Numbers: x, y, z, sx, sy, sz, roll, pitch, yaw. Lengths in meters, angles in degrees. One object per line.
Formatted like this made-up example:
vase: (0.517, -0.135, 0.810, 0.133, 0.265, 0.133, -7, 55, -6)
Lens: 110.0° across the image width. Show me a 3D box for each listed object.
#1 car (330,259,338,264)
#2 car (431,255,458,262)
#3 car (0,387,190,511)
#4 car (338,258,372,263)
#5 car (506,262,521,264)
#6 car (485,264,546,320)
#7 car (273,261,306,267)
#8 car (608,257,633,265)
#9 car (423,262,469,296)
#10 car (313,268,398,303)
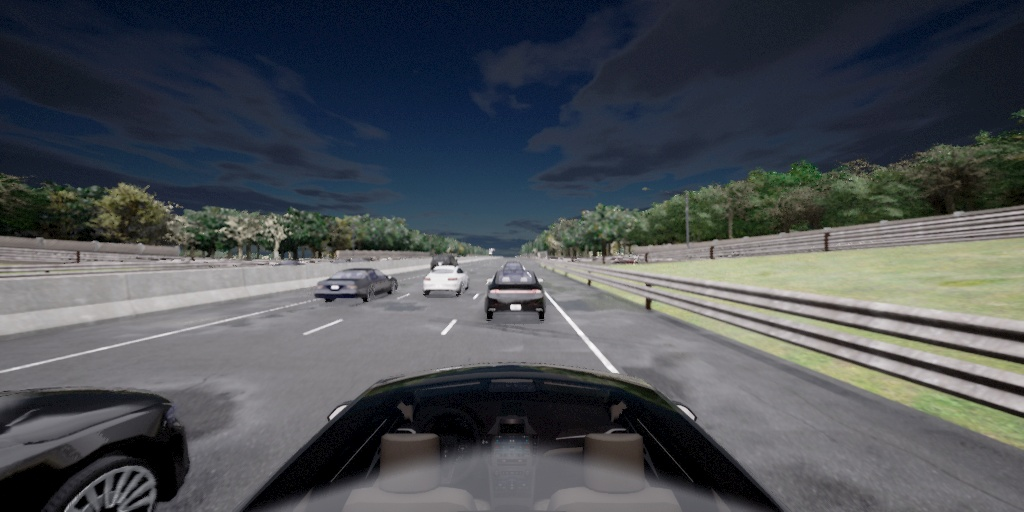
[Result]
car: (-21.058, 1.125, 44.438, 1.837, 1.490, 4.892, 0, 0, 0)
car: (-6.884, 0.866, 37.005, 2.150, 2.045, 5.566, 0, 0, 0)
car: (-3.400, 1.244, 0.735, 2.128, 1.511, 4.902, 0, 0, 0)
car: (-17.570, 0.982, 41.119, 2.097, 1.767, 4.553, 0, 0, 0)
car: (0.113, 1.209, 32.026, 2.033, 1.411, 5.357, 0, 0, 0)
car: (0.106, 1.213, 12.459, 2.128, 1.511, 4.902, 0, 0, 0)
car: (-24.569, 1.200, 39.689, 1.994, 1.385, 4.181, 0, 0, 0)
car: (17.864, 0.590, 59.370, 2.097, 1.767, 4.553, 0, -1, -17)
car: (-3.392, 1.229, 18.949, 1.812, 1.442, 4.674, 0, 0, 0)
car: (-6.893, 1.258, 16.473, 2.033, 1.411, 5.357, 0, 0, 0)
